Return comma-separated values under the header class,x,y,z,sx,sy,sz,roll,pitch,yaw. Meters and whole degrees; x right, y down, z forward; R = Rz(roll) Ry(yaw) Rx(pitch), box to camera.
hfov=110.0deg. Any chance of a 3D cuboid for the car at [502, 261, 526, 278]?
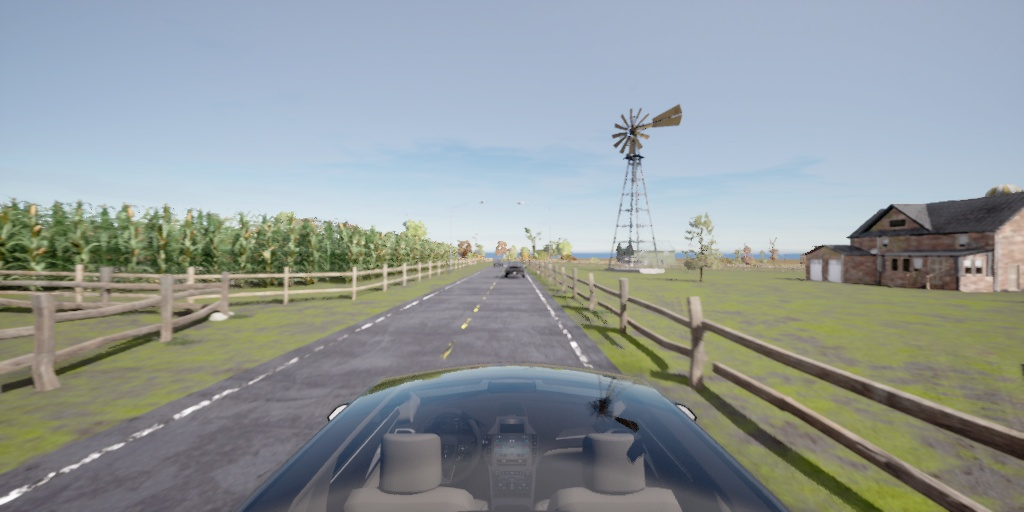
class,x,y,z,sx,sy,sz,roll,pitch,yaw
car,0.263,1.262,34.255,1.837,1.490,4.892,0,0,0
